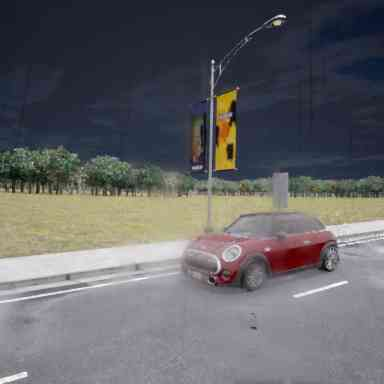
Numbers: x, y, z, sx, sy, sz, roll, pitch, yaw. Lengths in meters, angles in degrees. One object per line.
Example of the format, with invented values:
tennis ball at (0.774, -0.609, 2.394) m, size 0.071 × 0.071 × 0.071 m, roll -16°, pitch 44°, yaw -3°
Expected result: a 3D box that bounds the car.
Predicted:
car at (1.950, 1.355, 9.079) m, size 4.553 × 1.767 × 2.097 m, roll 0°, pitch 0°, yaw -36°
